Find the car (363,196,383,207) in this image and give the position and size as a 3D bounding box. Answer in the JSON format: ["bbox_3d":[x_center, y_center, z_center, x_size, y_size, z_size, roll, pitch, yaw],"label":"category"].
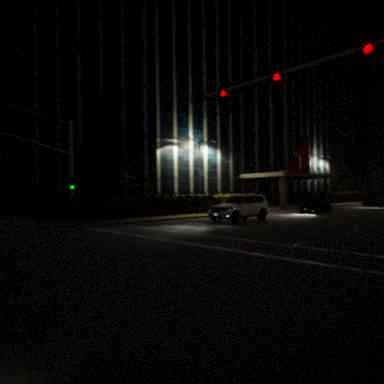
[{"bbox_3d":[25.142,1.280,45.618,4.674,1.442,1.812,0,0,-43],"label":"car"}]

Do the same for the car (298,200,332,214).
[{"bbox_3d":[12.509,1.468,33.853,4.181,1.385,1.994,-1,0,-43],"label":"car"}]

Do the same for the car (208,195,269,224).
[{"bbox_3d":[3.685,1.231,25.583,5.566,2.045,2.150,-1,0,-43],"label":"car"}]
